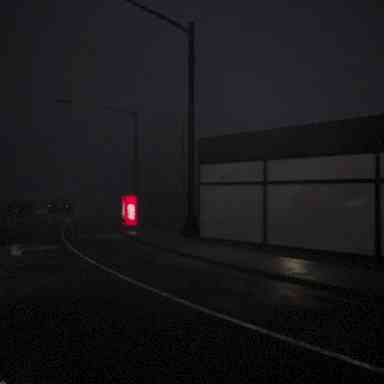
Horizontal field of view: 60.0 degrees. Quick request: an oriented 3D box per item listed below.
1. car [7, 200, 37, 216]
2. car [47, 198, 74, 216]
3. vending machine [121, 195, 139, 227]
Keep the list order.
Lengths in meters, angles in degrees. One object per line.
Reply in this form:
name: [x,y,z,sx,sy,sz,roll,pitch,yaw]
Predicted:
car: [-16.491,1.508,32.449,2.128,1.511,4.902,0,0,-14]
car: [-13.167,1.380,33.604,2.097,1.767,4.553,0,0,-14]
vending machine: [-4.097,1.230,22.032,1.100,2.100,0.880,0,0,-17]
